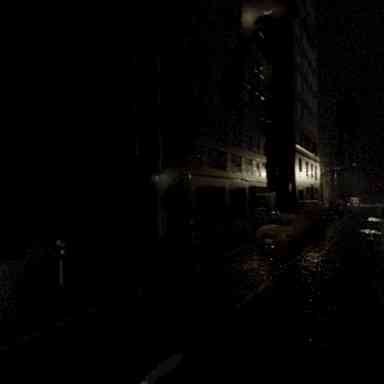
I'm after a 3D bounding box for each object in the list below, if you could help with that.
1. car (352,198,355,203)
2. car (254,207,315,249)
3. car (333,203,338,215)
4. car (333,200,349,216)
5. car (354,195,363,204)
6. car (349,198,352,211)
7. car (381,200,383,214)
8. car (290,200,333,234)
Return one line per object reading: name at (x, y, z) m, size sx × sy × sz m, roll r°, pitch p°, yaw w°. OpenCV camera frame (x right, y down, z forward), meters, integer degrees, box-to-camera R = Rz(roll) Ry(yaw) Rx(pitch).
car at (20.254, 1.763, 44.467) m, size 2.008 × 1.369 × 4.403 m, roll -1°, pitch -1°, yaw 29°
car at (4.207, 1.642, 15.313) m, size 1.752 × 1.417 × 4.829 m, roll -1°, pitch -1°, yaw 29°
car at (9.608, 1.731, 25.130) m, size 1.802 × 1.307 × 4.206 m, roll -1°, pitch -1°, yaw 29°
car at (14.929, 1.621, 34.800) m, size 1.967 × 1.590 × 4.097 m, roll -1°, pitch -1°, yaw 29°
car at (33.315, 1.838, 68.190) m, size 2.008 × 1.369 × 4.403 m, roll -1°, pitch -1°, yaw 29°
car at (17.510, 1.721, 39.484) m, size 1.752 × 1.417 × 4.829 m, roll -1°, pitch -1°, yaw 29°
car at (21.845, 1.652, 36.141) m, size 1.994 × 1.385 × 4.181 m, roll -1°, pitch -1°, yaw 29°
car at (6.942, 1.448, 20.299) m, size 2.192 × 1.841 × 5.009 m, roll -1°, pitch -1°, yaw 29°
